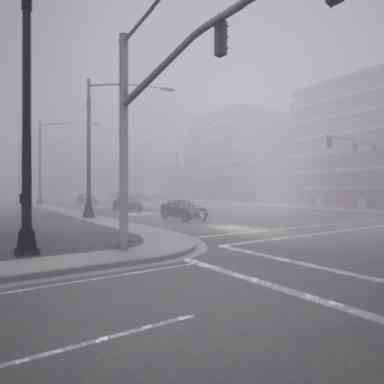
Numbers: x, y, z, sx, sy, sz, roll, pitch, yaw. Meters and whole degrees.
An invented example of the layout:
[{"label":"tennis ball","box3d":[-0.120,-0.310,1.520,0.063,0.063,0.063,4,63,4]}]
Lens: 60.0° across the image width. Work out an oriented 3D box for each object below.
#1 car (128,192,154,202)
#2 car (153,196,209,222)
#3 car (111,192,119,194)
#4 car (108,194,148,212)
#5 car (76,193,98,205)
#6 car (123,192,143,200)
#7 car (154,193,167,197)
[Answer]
[{"label":"car","box3d":[-8.831,0.830,55.824,1.882,1.535,5.008,0,1,-34]},{"label":"car","box3d":[-0.676,1.351,25.082,2.128,1.511,4.902,0,1,-34]},{"label":"car","box3d":[-14.711,0.694,64.434,1.837,1.490,4.892,0,1,-34]},{"label":"car","box3d":[-6.641,1.228,33.822,1.812,1.442,4.674,0,1,-34]},{"label":"car","box3d":[-14.251,0.940,44.999,1.882,1.535,5.008,0,1,-34]},{"label":"car","box3d":[-11.821,0.735,66.408,2.033,1.411,5.357,0,1,-34]},{"label":"car","box3d":[-5.941,0.842,57.798,2.128,1.511,4.902,0,1,-34]}]
